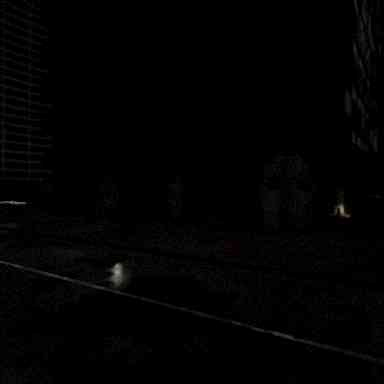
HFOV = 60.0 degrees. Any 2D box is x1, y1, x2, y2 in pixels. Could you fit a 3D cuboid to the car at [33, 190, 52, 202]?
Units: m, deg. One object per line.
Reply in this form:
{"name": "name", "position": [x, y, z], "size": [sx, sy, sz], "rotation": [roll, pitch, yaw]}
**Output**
{"name": "car", "position": [-17.458, 0.511, 43.221], "size": [2.128, 1.511, 4.902], "rotation": [1, 1, 33]}

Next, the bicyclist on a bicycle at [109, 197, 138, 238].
{"name": "bicyclist on a bicycle", "position": [-2.768, 1.030, 13.533], "size": [0.582, 1.620, 1.656], "rotation": [1, 1, 33]}

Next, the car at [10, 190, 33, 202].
{"name": "car", "position": [-21.035, 0.502, 44.142], "size": [2.033, 1.411, 5.357], "rotation": [1, 1, 33]}
